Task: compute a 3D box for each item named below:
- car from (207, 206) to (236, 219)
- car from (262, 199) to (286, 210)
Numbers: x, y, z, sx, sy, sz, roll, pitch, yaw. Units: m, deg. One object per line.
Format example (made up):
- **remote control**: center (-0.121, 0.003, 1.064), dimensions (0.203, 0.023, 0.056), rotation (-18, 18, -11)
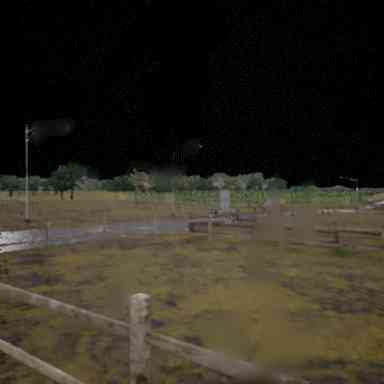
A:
- **car**: center (3.447, 2.301, 38.120), dimensions (1.994, 1.385, 4.181), rotation (1, -1, 35)
- **car**: center (12.574, 2.032, 50.921), dimensions (2.150, 2.045, 5.566), rotation (1, -1, 35)
